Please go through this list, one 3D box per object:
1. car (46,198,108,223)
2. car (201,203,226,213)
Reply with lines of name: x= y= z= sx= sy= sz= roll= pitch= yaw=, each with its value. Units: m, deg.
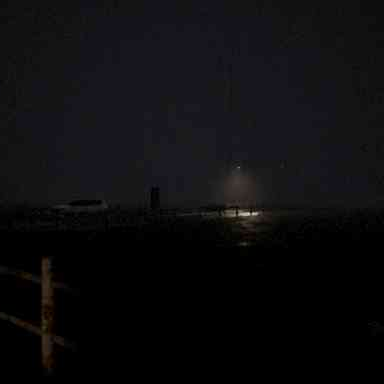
car: x=-10.093 y=1.573 z=29.739 sx=2.150 sy=2.045 sz=5.566 roll=0 pitch=-1 yaw=35
car: x=3.189 y=2.287 z=48.328 sx=2.128 sy=1.511 sz=4.902 roll=0 pitch=-1 yaw=36
